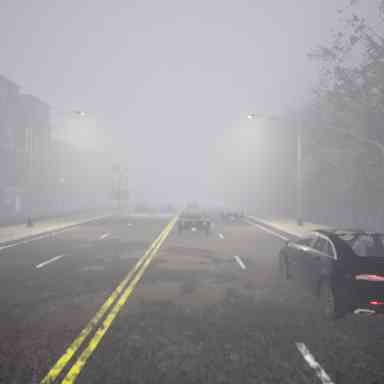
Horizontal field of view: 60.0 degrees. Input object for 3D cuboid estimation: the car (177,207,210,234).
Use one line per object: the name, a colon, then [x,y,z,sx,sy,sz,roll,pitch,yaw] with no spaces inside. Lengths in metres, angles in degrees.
car: [0.104,1.826,20.936,1.895,1.301,4.718,0,-1,0]

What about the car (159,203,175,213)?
car: [-3.322,2.077,44.813,1.895,1.301,4.718,0,-1,0]

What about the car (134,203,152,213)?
car: [-6.572,2.077,44.813,1.895,1.301,4.718,0,-1,0]

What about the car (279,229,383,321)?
car: [3.351,1.573,7.441,2.128,1.511,4.902,0,-1,0]

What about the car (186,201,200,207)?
car: [0.110,2.015,49.409,2.128,1.511,4.902,0,-1,0]

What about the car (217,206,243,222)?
car: [3.356,1.921,29.901,1.895,1.301,4.718,0,-1,0]
